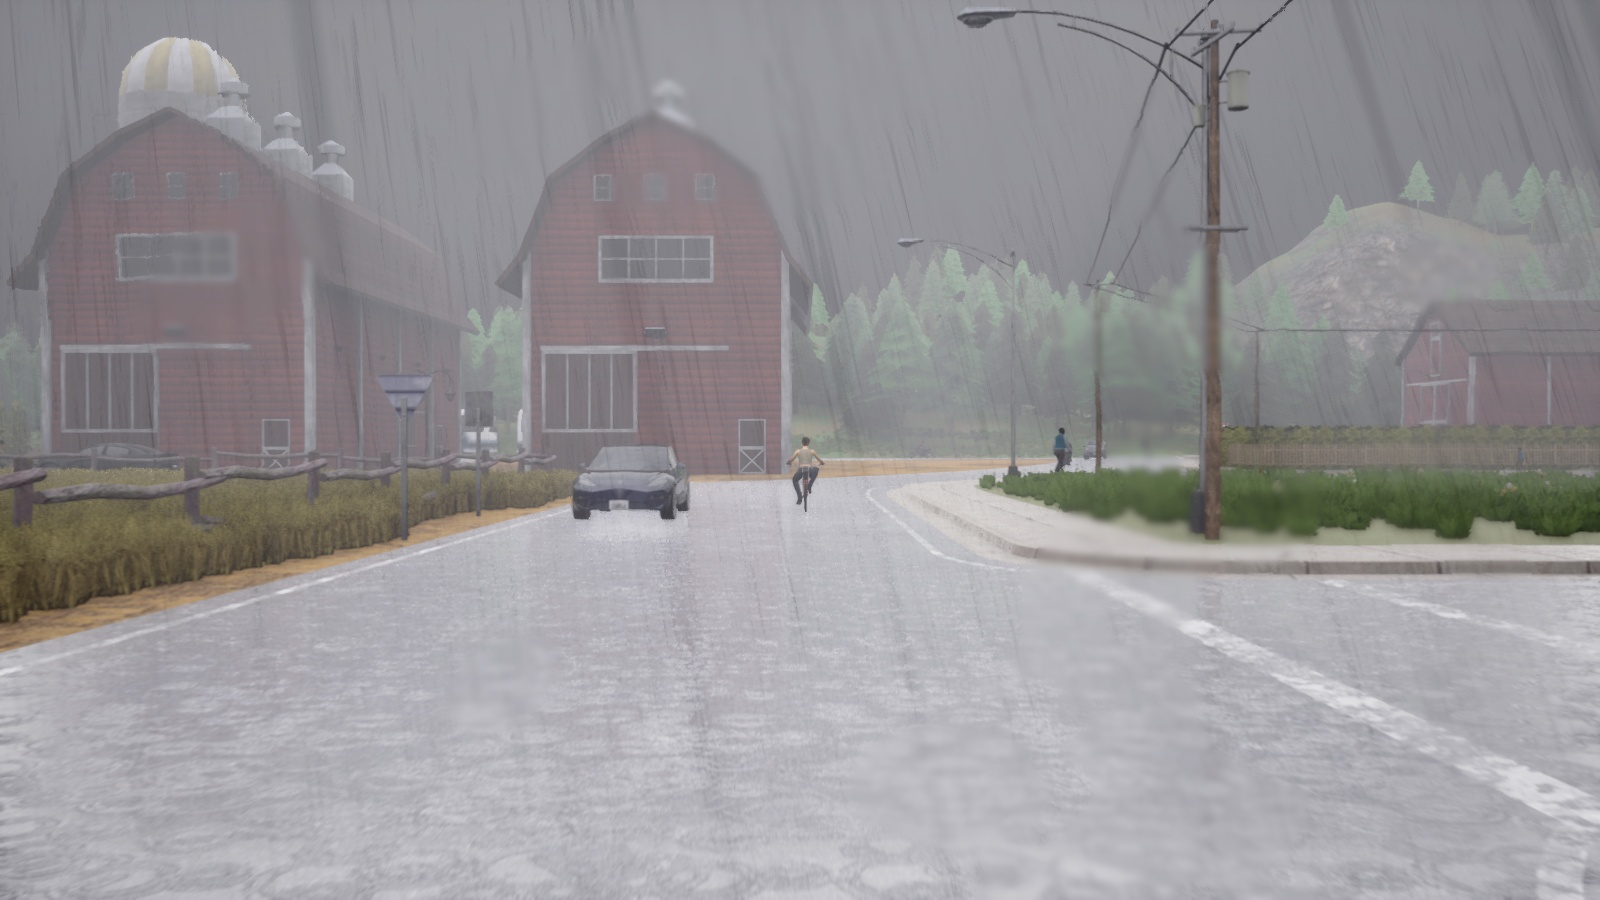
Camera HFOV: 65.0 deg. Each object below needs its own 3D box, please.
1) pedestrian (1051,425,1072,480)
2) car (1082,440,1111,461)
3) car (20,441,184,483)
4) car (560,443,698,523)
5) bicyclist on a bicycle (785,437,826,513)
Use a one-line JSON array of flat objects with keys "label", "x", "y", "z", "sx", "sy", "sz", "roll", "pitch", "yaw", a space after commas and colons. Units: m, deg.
[{"label": "pedestrian", "x": 9.276, "y": 0.098, "z": 44.594, "sx": 0.692, "sy": 1.930, "sz": 0.396, "roll": 0, "pitch": 0, "yaw": -41}, {"label": "car", "x": 21.546, "y": 0.029, "z": 91.179, "sx": 1.845, "sy": 1.501, "sz": 3.633, "roll": 0, "pitch": 0, "yaw": 17}, {"label": "car", "x": -26.030, "y": 0.427, "z": 46.956, "sx": 5.008, "sy": 1.535, "sz": 1.882, "roll": 0, "pitch": 0, "yaw": -3}, {"label": "car", "x": -3.377, "y": 0.592, "z": 25.721, "sx": 2.163, "sy": 1.488, "sz": 4.792, "roll": 0, "pitch": 0, "yaw": 0}, {"label": "bicyclist on a bicycle", "x": 0.122, "y": 0.521, "z": 27.488, "sx": 0.866, "sy": 1.612, "sz": 1.509, "roll": 0, "pitch": 0, "yaw": 0}]
